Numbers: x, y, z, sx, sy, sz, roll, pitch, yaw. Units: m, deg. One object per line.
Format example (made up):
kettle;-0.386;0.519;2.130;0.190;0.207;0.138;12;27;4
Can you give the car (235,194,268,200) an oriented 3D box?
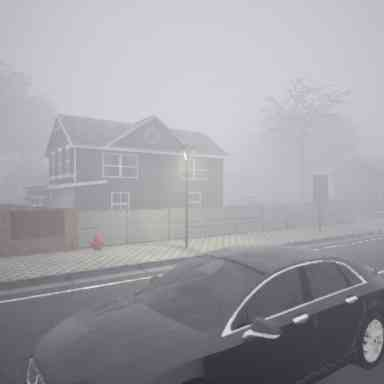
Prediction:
car;7.801;1.270;41.442;2.150;2.045;5.566;0;0;-35

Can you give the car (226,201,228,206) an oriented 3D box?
car;6.875;1.549;47.849;2.128;1.511;4.902;0;0;-35

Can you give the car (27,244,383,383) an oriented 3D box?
car;0.658;1.506;4.151;4.892;1.490;1.837;0;0;-35
